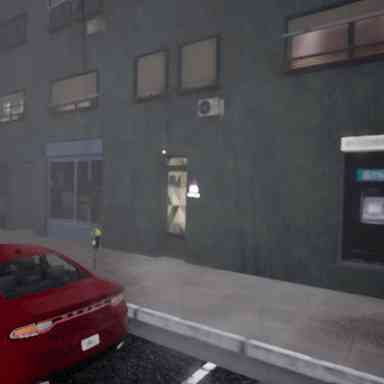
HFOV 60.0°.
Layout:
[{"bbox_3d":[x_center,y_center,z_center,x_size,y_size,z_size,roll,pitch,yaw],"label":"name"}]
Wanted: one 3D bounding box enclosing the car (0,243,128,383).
[{"bbox_3d":[-2.929,1.435,4.852,4.507,1.381,1.887,1,1,35],"label":"car"}]
